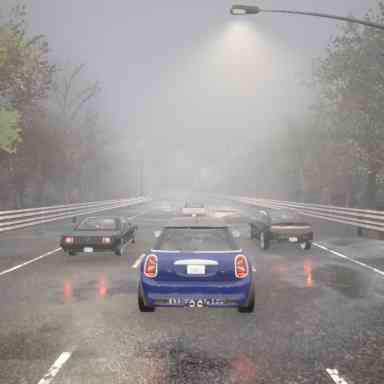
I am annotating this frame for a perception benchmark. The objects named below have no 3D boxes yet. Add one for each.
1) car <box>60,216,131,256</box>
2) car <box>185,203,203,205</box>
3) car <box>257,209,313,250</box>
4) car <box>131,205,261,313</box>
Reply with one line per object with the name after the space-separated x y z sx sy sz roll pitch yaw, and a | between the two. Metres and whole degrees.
-3.369 1.596 13.072 1.895 1.301 4.718 0 0 0 | car
0.171 1.581 29.111 1.895 1.301 4.718 0 0 0 | car
3.634 1.486 14.325 2.128 1.511 4.902 0 0 0 | car
0.113 1.350 7.837 2.097 1.767 4.553 0 0 1 | car
